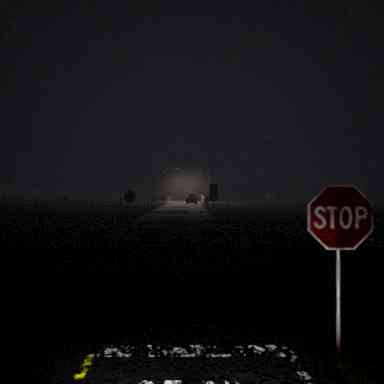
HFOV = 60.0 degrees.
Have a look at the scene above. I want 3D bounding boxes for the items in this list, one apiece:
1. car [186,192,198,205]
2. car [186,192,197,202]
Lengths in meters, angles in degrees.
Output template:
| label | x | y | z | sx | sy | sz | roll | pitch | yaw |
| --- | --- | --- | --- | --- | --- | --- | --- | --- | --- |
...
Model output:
| label | x | y | z | sx | sy | sz | roll | pitch | yaw |
| --- | --- | --- | --- | --- | --- | --- | --- | --- | --- |
| car | -0.041 | 1.355 | 60.550 | 2.097 | 1.767 | 4.553 | 0 | 0 | 0 |
| car | -0.049 | 1.111 | 70.615 | 2.150 | 2.045 | 5.566 | 0 | 0 | 0 |
